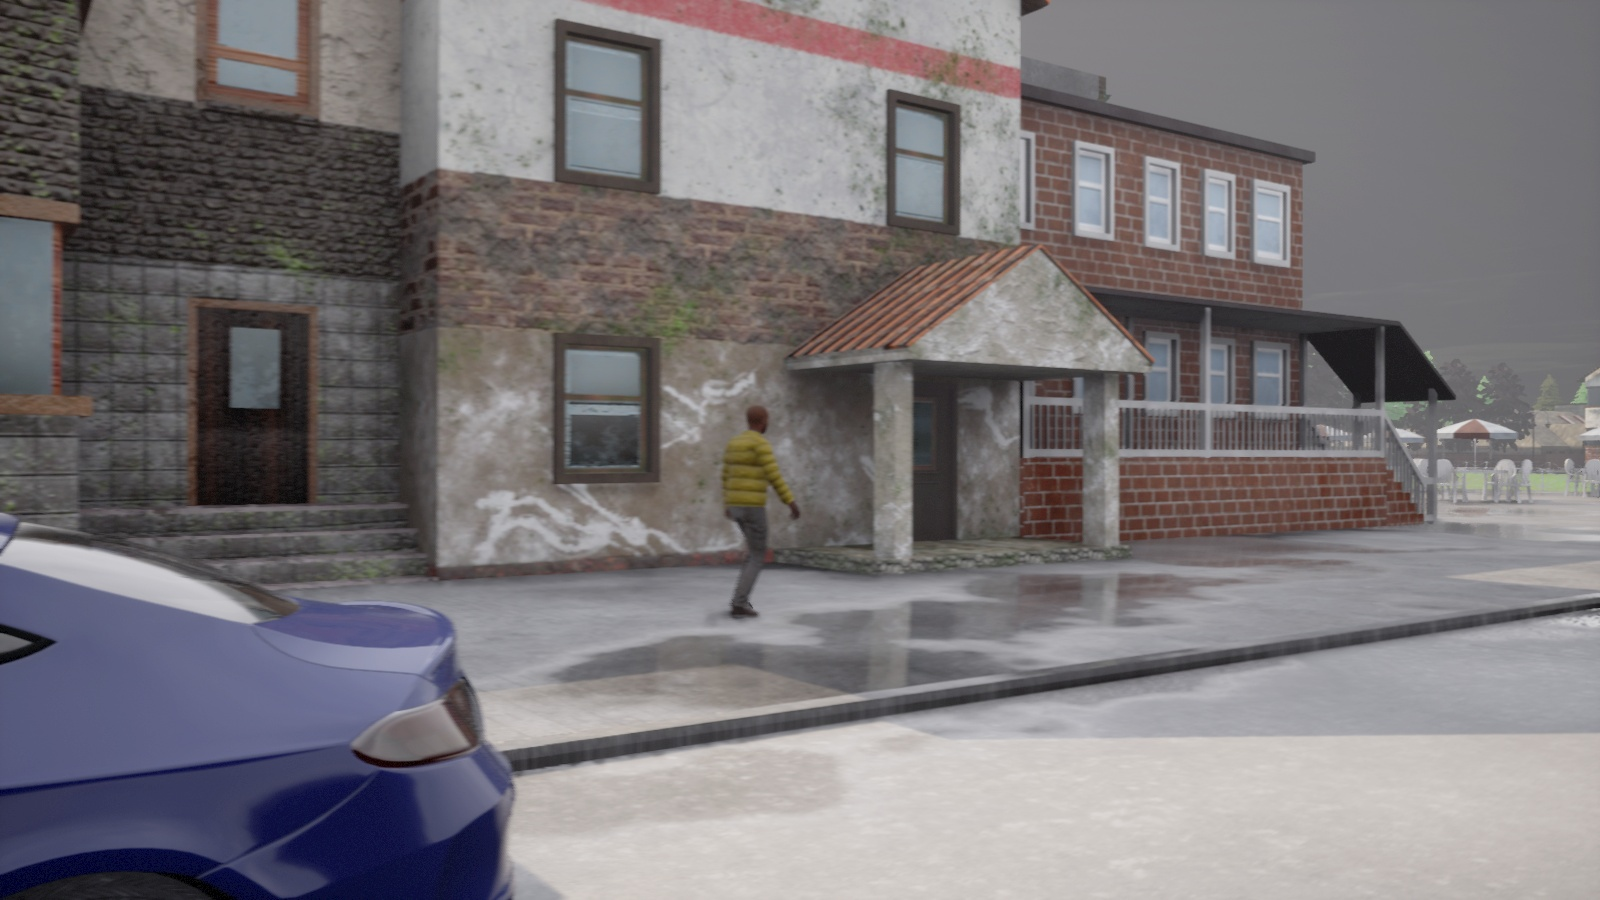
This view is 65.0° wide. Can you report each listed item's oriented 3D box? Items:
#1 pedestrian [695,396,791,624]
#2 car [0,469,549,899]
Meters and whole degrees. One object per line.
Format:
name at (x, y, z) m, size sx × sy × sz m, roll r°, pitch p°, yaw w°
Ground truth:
pedestrian at (-0.474, 0.481, 10.493) m, size 0.726 × 1.835 × 0.370 m, roll 0°, pitch 0°, yaw -41°
car at (-2.991, 0.782, 2.186) m, size 4.674 × 1.442 × 1.812 m, roll 0°, pitch 0°, yaw -35°
